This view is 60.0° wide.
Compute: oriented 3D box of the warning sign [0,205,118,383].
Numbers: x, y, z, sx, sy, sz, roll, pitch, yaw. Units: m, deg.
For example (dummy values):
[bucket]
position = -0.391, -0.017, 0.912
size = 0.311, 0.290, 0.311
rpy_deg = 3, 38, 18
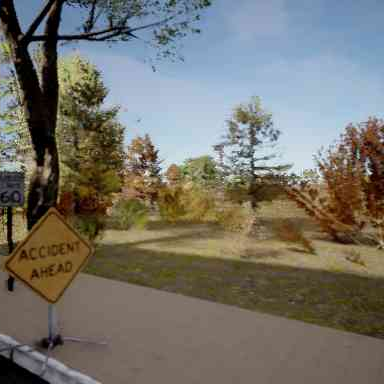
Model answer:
[warning sign]
position = -1.841, 1.131, 4.373
size = 1.060, 1.860, 1.300
rpy_deg = -1, 0, 35
